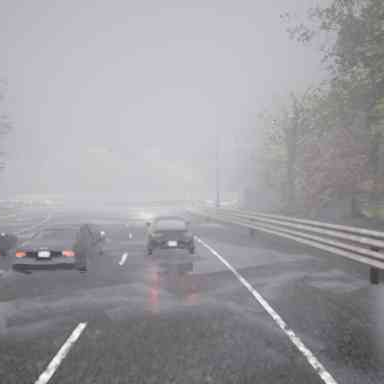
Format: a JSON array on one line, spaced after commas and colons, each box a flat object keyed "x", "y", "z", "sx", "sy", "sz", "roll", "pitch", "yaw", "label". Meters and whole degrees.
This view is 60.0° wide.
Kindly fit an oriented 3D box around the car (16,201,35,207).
[{"x": -37.733, "y": 2.641, "z": 74.249, "sx": 4.902, "sy": 1.511, "sz": 2.128, "roll": -1, "pitch": -1, "yaw": 43, "label": "car"}]

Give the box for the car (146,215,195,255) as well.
[{"x": -0.997, "y": 1.723, "z": 14.325, "sx": 1.812, "sy": 1.442, "sz": 4.674, "roll": 0, "pitch": -1, "yaw": -7, "label": "car"}]

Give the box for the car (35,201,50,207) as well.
[{"x": -35.246, "y": 2.688, "z": 76.711, "sx": 4.181, "sy": 1.385, "sz": 1.994, "roll": -1, "pitch": -1, "yaw": 43, "label": "car"}]

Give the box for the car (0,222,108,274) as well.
[{"x": -4.135, "y": 1.716, "z": 11.219, "sx": 2.033, "sy": 1.411, "sz": 5.357, "roll": 0, "pitch": -1, "yaw": -6, "label": "car"}]

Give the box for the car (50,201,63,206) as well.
[{"x": -32.780, "y": 2.749, "z": 79.194, "sx": 4.718, "sy": 1.301, "sz": 1.895, "roll": -1, "pitch": -1, "yaw": 43, "label": "car"}]
